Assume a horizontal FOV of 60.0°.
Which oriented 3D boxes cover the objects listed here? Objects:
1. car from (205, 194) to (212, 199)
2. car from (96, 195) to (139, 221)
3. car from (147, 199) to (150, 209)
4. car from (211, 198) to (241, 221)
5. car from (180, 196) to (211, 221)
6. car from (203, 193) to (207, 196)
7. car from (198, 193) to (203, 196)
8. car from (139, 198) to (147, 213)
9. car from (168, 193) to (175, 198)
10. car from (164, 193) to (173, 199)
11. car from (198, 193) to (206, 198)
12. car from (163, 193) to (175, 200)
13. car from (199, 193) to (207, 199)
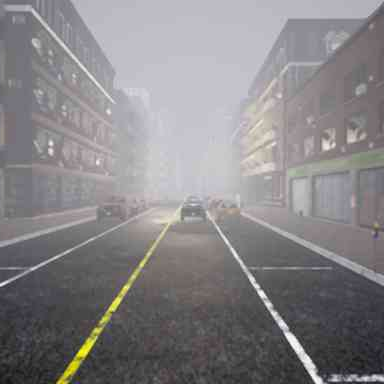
[{"bbox_3d":[2.690,1.278,36.466,1.887,1.381,4.507,0,0,0],"label":"car"},{"bbox_3d":[-5.689,1.132,25.196,2.192,1.841,5.009,0,0,0],"label":"car"},{"bbox_3d":[-5.690,1.279,36.470,1.887,1.381,4.507,0,0,0],"label":"car"},{"bbox_3d":[2.691,1.340,25.364,1.752,1.417,4.829,0,0,0],"label":"car"},{"bbox_3d":[0.099,1.306,25.530,2.128,1.511,4.902,0,0,0],"label":"car"},{"bbox_3d":[2.689,1.118,59.010,2.008,1.369,4.403,0,0,0],"label":"car"},{"bbox_3d":[0.093,1.175,41.429,1.882,1.535,5.008,0,1,0],"label":"car"},{"bbox_3d":[-5.690,1.215,30.832,1.967,1.590,4.097,0,0,0],"label":"car"},{"bbox_3d":[-5.694,0.860,92.830,1.887,1.381,4.507,0,0,0],"label":"car"},{"bbox_3d":[-5.694,0.950,81.558,2.008,1.369,4.403,0,0,0],"label":"car"},{"bbox_3d":[2.687,0.923,87.190,1.947,1.339,4.313,0,0,0],"label":"car"},{"bbox_3d":[-5.693,0.992,75.921,2.008,1.369,4.403,0,0,0],"label":"car"},{"bbox_3d":[2.688,0.923,81.724,1.752,1.417,4.829,0,0,0],"label":"car"}]
